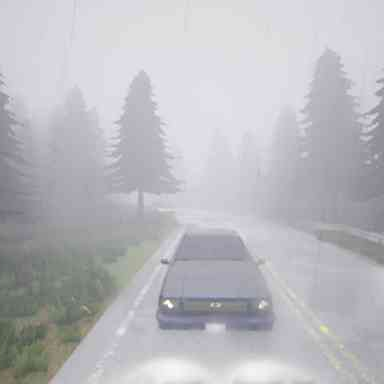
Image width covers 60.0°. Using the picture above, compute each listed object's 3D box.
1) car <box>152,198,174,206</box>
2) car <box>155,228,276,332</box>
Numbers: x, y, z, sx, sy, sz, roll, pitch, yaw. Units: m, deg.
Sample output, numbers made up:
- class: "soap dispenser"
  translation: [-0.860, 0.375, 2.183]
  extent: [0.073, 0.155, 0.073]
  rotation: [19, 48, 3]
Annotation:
- class: "car"
  translation: [-3.827, 1.486, 43.517]
  extent: [1.994, 1.385, 4.181]
  rotation: [2, 0, -24]
- class: "car"
  translation: [0.436, 1.559, 7.417]
  extent: [2.033, 1.411, 5.357]
  rotation: [0, 0, 2]
